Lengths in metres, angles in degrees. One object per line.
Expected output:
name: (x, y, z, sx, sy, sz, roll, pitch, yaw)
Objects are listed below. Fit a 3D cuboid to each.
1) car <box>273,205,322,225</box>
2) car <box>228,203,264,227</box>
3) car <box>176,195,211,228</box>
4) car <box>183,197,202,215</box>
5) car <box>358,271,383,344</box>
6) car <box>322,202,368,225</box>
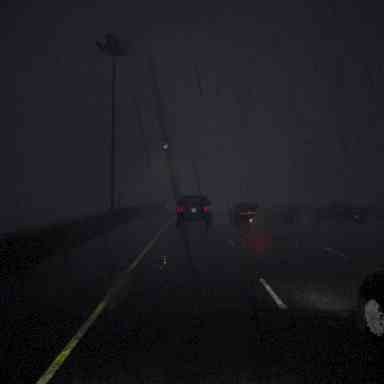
car: (7.098, 1.583, 23.299, 1.895, 1.301, 4.718, 0, -1, 0)
car: (3.598, 1.480, 22.478, 1.837, 1.490, 4.892, 0, 0, 0)
car: (0.101, 1.198, 22.193, 2.150, 2.045, 5.566, 0, 0, 0)
car: (0.101, 1.612, 40.141, 2.150, 2.045, 5.566, 0, -1, 0)
car: (3.599, 1.485, 3.441, 1.837, 1.490, 4.892, 0, 0, 0)
car: (10.599, 1.465, 23.888, 1.882, 1.535, 5.008, 0, -1, 0)
